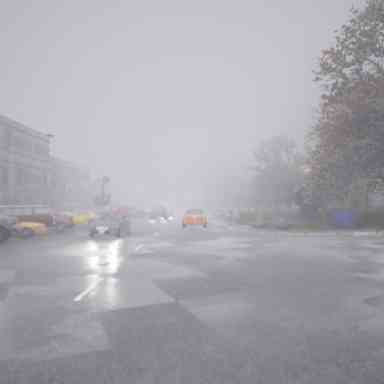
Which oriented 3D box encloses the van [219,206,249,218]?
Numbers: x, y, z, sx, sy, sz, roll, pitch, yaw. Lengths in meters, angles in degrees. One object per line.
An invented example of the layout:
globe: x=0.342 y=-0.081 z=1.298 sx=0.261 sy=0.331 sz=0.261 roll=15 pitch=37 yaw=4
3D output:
van: x=6.856 y=3.258 z=54.067 sx=4.442 sy=1.987 sz=1.878 roll=2 pitch=-3 yaw=-19

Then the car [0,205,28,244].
car: x=-11.353 y=1.578 z=16.146 sx=5.566 sy=2.045 sz=2.435 roll=0 pitch=-2 yaw=-20

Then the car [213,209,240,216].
car: x=6.873 y=4.058 z=65.789 sx=4.792 sy=1.488 sz=2.163 roll=2 pitch=-3 yaw=-19

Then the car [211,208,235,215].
car: x=6.947 y=4.478 z=74.614 sx=4.792 sy=1.488 sz=2.163 roll=2 pitch=-3 yaw=-19

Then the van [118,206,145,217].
van: x=-10.914 y=3.526 z=60.139 sx=4.442 sy=1.987 sz=1.878 roll=0 pitch=-3 yaw=-20

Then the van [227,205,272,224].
van: x=6.485 y=2.470 z=36.334 sx=4.442 sy=1.987 sz=1.878 roll=2 pitch=-2 yaw=-19

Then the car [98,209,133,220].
car: x=-11.121 y=3.256 z=48.365 sx=4.674 sy=1.452 sz=2.002 roll=0 pitch=-3 yaw=-19

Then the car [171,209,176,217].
car: x=-4.574 y=4.026 z=63.413 sx=1.895 sy=1.301 sz=4.718 roll=0 pitch=-3 yaw=0

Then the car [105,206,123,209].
car: x=-11.188 y=2.830 z=39.572 sx=4.892 sy=1.521 sz=2.231 roll=0 pitch=-2 yaw=-19

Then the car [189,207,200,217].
car: x=0.436 y=3.827 z=64.429 sx=2.097 sy=1.767 sz=4.553 roll=0 pitch=-3 yaw=0

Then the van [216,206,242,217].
van: x=6.929 y=3.667 z=62.893 sx=4.442 sy=1.987 sz=1.878 roll=2 pitch=-3 yaw=-19

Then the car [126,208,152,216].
car: x=-10.949 y=4.167 z=68.876 sx=4.892 sy=1.521 sz=2.231 roll=0 pitch=-3 yaw=-19

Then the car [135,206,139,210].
car: x=-11.066 y=3.222 z=51.307 sx=4.553 sy=1.767 sz=2.185 roll=0 pitch=-2 yaw=-20

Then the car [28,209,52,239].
car: x=-11.185 y=1.949 z=19.122 sx=5.366 sy=1.575 sz=1.946 roll=0 pitch=-3 yaw=-20

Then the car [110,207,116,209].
car: x=-11.188 y=2.731 z=36.647 sx=4.792 sy=1.488 sz=2.163 roll=0 pitch=-3 yaw=-19

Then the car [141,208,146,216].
car: x=-11.037 y=3.615 z=57.154 sx=5.008 sy=1.535 sz=2.097 roll=0 pitch=-3 yaw=-19

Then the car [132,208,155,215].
car: x=-10.902 y=4.447 z=74.741 sx=4.892 sy=1.521 sz=2.231 roll=0 pitch=-3 yaw=-20

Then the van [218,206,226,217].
van: x=6.588 y=2.985 z=48.099 sx=4.442 sy=1.987 sz=1.878 roll=2 pitch=-2 yaw=-19

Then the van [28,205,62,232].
van: x=-11.234 y=1.851 z=22.045 sx=4.442 sy=1.987 sz=1.878 roll=0 pitch=-3 yaw=-20

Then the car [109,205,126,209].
car: x=-11.205 y=2.830 z=42.506 sx=4.553 sy=1.767 sz=2.185 roll=0 pitch=-3 yaw=-20

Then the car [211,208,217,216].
car: x=6.595 y=3.606 z=56.893 sx=5.366 sy=1.575 sz=1.946 roll=2 pitch=-3 yaw=-19

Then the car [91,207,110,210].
car: x=-11.421 y=2.572 z=33.648 sx=5.366 sy=1.575 sz=1.946 roll=0 pitch=-2 yaw=-19

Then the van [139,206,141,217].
van: x=-11.180 y=3.255 z=54.192 sx=4.442 sy=1.987 sz=1.878 roll=0 pitch=-3 yaw=-19

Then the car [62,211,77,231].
car: x=-11.346 y=2.231 z=24.909 sx=4.792 sy=1.488 sz=2.163 roll=0 pitch=-2 yaw=-20

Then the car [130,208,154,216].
car: x=-10.889 y=4.336 z=71.817 sx=4.792 sy=1.488 sz=2.163 roll=0 pitch=-3 yaw=-19

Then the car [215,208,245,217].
car: x=6.787 y=3.752 z=59.898 sx=4.892 sy=1.521 sz=2.231 roll=2 pitch=-3 yaw=-19

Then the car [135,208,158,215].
car: x=-11.014 y=4.722 z=80.531 sx=5.366 sy=1.575 sz=1.946 roll=0 pitch=-3 yaw=-19

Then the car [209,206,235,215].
car: x=6.925 y=4.336 z=77.541 sx=5.566 sy=2.045 sz=2.435 roll=2 pitch=-3 yaw=-19

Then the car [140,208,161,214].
car: x=-10.798 y=5.007 z=86.460 sx=4.892 sy=1.521 sz=2.231 roll=0 pitch=-3 yaw=-20

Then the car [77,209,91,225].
car: x=-11.472 y=2.323 z=27.793 sx=5.366 sy=1.575 sz=1.946 roll=0 pitch=-2 yaw=-20

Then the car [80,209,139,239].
car: x=-5.025 y=2.044 z=21.026 sx=2.128 sy=1.511 sz=4.902 roll=0 pitch=-2 yaw=0

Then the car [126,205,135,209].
car: x=-11.174 y=2.834 z=45.432 sx=5.566 sy=2.045 sz=2.435 roll=0 pitch=-2 yaw=-19

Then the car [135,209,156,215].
car: x=-10.869 y=4.626 z=77.666 sx=4.674 sy=1.452 sz=2.002 roll=0 pitch=-3 yaw=-19

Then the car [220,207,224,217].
car: x=6.670 y=3.123 z=45.188 sx=4.674 sy=1.452 sz=2.002 roll=2 pitch=-2 yaw=-19

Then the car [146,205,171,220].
car: x=-4.752 y=2.950 z=48.222 sx=2.150 sy=2.045 sz=5.566 roll=0 pitch=-3 yaw=1

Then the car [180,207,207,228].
car: x=0.247 y=2.326 z=30.857 sx=2.097 sy=1.767 sz=4.553 roll=0 pitch=-2 yaw=0

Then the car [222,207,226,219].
car: x=6.647 y=2.993 z=42.245 sx=4.674 sy=1.452 sz=2.002 roll=2 pitch=-2 yaw=-19

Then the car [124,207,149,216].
car: x=-11.000 y=3.902 z=65.945 sx=4.553 sy=1.767 sz=2.185 roll=0 pitch=-3 yaw=-20
